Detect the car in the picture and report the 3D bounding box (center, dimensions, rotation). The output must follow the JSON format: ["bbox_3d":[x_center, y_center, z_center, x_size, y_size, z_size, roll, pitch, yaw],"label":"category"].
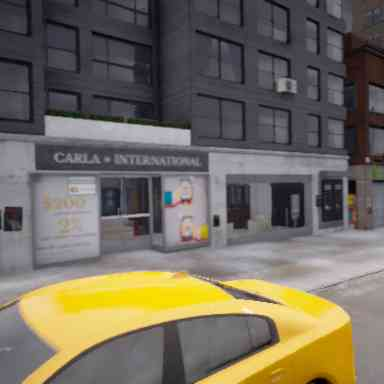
[{"bbox_3d":[-0.775,1.478,2.510,5.008,1.535,1.882,0,0,-35],"label":"car"}]
